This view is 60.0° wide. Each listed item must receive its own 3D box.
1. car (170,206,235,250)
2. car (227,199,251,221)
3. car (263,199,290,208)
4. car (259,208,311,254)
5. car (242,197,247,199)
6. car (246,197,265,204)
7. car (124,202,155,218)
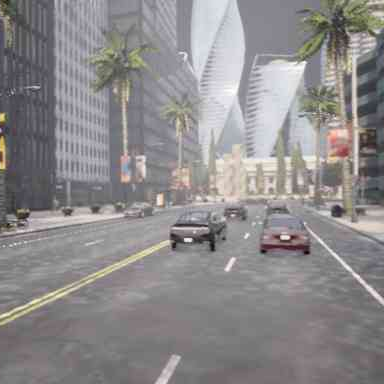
[{"bbox_3d":[0.423,1.596,14.860,2.128,1.511,4.902,-1,0,14],"label":"car"},{"bbox_3d":[3.906,1.673,29.465,1.837,1.490,4.892,-1,0,14],"label":"car"},{"bbox_3d":[7.312,1.622,28.658,1.837,1.490,4.892,-1,0,14],"label":"car"},{"bbox_3d":[3.753,1.599,13.754,2.033,1.411,5.357,-1,0,13],"label":"car"},{"bbox_3d":[12.375,1.933,75.750,2.033,1.411,5.357,-1,-1,39],"label":"car"},{"bbox_3d":[14.724,1.882,73.095,2.033,1.411,5.357,-1,-1,39],"label":"car"},{"bbox_3d":[-5.339,1.802,34.200,2.231,1.521,4.892,-1,0,13],"label":"car"}]
